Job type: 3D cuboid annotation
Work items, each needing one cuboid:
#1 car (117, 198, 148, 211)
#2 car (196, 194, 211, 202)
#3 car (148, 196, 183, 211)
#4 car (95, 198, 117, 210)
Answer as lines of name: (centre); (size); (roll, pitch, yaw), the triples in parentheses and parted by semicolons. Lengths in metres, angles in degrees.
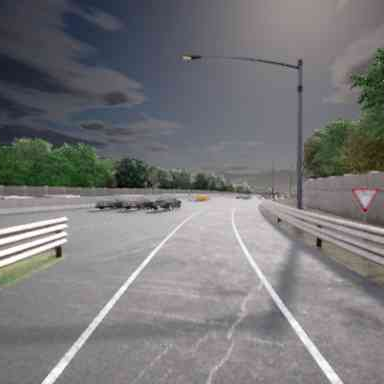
car: (-5.887, 1.333, 37.833); (2.033, 1.411, 5.357); (-1, 0, 20)
car: (2.450, 1.255, 70.185); (1.882, 1.535, 5.008); (0, 0, 20)
car: (-2.612, 1.255, 36.610); (1.837, 1.490, 4.892); (-1, 1, 20)
car: (-9.160, 1.363, 39.056); (2.033, 1.411, 5.357); (0, 0, 20)
